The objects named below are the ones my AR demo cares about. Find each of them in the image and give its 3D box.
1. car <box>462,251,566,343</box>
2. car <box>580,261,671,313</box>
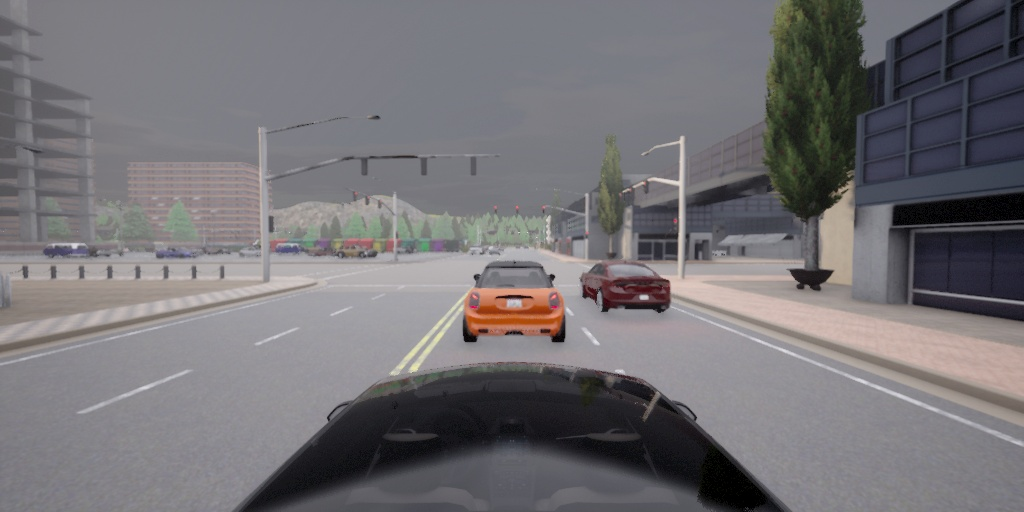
[{"bbox_3d":[0.058,0.865,9.056,2.097,1.767,4.553,0,2,0],"label":"car"},{"bbox_3d":[3.570,0.891,12.135,1.882,1.535,5.008,0,2,0],"label":"car"}]
